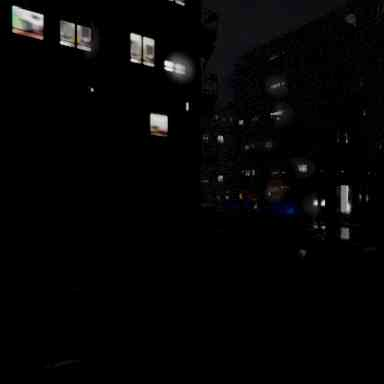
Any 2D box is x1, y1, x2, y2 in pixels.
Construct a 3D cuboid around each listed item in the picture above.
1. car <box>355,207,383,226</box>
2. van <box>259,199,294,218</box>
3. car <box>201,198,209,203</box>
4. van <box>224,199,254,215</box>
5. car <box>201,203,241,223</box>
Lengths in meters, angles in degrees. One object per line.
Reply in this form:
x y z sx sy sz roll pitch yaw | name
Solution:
13.204 1.685 22.348 1.994 1.385 4.181 0 -1 -23 | car
8.587 1.607 33.658 1.690 1.788 3.998 -1 0 -36 | van
0.368 1.587 35.075 2.150 2.045 5.566 0 -1 -36 | car
5.266 1.681 38.169 1.690 1.788 3.998 -1 0 -36 | van
1.854 1.878 28.731 1.802 1.307 4.206 -1 0 -36 | car
